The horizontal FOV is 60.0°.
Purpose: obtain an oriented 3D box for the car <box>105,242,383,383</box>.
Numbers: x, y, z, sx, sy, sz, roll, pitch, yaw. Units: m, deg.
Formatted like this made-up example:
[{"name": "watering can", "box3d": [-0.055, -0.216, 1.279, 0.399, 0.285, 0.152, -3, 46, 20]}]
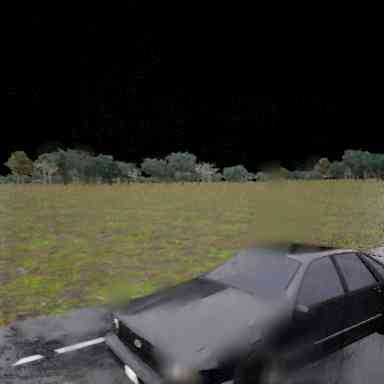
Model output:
[{"name": "car", "box3d": [1.520, 1.533, 5.074, 5.357, 1.411, 2.033, 0, 0, -35]}]
